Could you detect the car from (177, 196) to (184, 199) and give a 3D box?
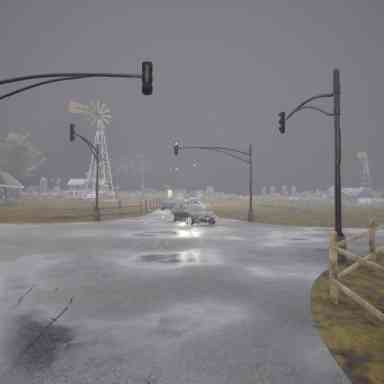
[{"bbox_3d":[-2.859,1.754,57.897,1.994,1.385,4.181,0,0,0],"label":"car"}]

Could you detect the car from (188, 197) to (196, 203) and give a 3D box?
[{"bbox_3d":[-0.035,1.859,79.154,1.812,1.442,4.674,0,0,0],"label":"car"}]

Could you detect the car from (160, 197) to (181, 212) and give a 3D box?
[{"bbox_3d":[-2.873,1.652,41.641,2.033,1.411,5.357,0,0,0],"label":"car"}]

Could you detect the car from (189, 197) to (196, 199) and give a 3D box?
[{"bbox_3d":[0.062,1.788,69.141,1.812,1.442,4.674,0,0,0],"label":"car"}]

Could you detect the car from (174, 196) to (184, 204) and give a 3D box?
[{"bbox_3d":[-2.784,1.719,72.679,2.128,1.511,4.902,0,0,0],"label":"car"}]

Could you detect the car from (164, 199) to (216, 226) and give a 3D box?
[{"bbox_3d":[-0.070,1.538,23.924,1.837,1.490,4.892,-1,0,-26],"label":"car"}]
